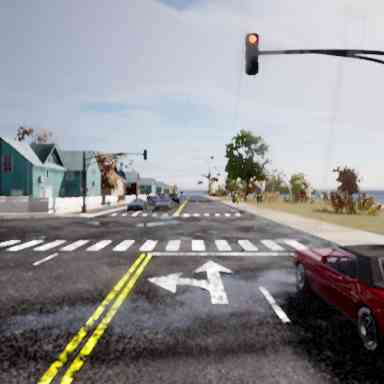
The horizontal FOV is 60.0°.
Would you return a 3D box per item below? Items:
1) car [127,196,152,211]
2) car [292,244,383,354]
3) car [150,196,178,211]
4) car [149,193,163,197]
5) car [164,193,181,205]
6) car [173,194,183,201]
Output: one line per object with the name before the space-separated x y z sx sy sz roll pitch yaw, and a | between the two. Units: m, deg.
car | -6.515 1.515 40.329 2.033 1.411 5.357 0 0 0
car | 3.360 1.592 6.024 1.895 1.301 4.718 0 0 0
car | -3.243 1.515 39.973 2.033 1.411 5.357 0 0 4
car | -6.465 1.318 54.545 2.097 1.767 4.553 0 0 0
car | -3.189 1.191 58.572 2.150 2.045 5.566 0 0 1
car | -3.107 1.131 74.332 2.033 1.411 5.357 0 0 0
